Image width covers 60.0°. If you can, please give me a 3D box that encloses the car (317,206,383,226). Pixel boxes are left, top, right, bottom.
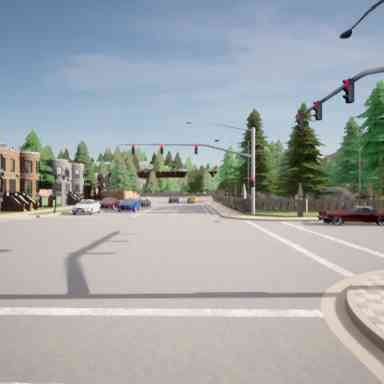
[{"bbox_3d":[11.148,1.594,22.799,4.718,1.301,1.895,0,0,2],"label":"car"}]

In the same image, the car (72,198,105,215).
[{"bbox_3d":[-10.656,1.515,33.926,1.812,1.442,4.674,0,0,0],"label":"car"}]

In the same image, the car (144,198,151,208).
[{"bbox_3d":[-7.153,1.549,48.253,1.994,1.385,4.181,0,0,0],"label":"car"}]

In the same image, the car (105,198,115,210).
[{"bbox_3d":[-10.664,1.464,42.979,1.882,1.535,5.008,0,0,0],"label":"car"}]

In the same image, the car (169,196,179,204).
[{"bbox_3d":[-3.518,1.472,64.867,2.128,1.511,4.902,0,0,0],"label":"car"}]

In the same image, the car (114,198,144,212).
[{"bbox_3d":[-7.163,1.466,38.265,1.882,1.535,5.008,0,0,0],"label":"car"}]

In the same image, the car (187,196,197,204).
[{"bbox_3d":[-0.016,1.458,64.817,1.882,1.535,5.008,0,0,0],"label":"car"}]
